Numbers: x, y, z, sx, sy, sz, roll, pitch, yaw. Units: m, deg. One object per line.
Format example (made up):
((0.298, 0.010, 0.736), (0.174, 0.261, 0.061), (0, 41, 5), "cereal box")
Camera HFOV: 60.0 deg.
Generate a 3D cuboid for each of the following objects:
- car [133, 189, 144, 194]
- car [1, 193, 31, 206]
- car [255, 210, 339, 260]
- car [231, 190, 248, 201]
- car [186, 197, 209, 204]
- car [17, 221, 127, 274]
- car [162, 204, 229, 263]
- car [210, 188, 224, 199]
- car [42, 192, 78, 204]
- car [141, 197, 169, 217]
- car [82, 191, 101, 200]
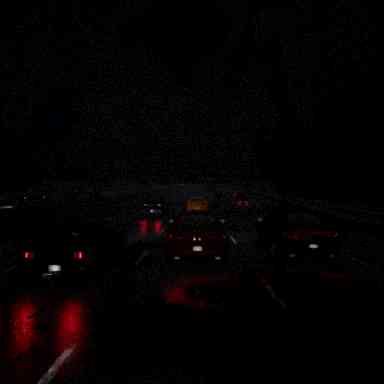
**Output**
((-12.091, -0.009, 75.830), (1.994, 1.385, 4.181), (0, 2, 2), "car")
((-23.059, 0.907, 43.600), (1.882, 1.535, 5.008), (0, 1, -1), "car")
((3.577, 1.406, 12.170), (1.882, 1.535, 5.008), (0, 1, 1), "car")
((8.067, 0.632, 54.362), (2.128, 1.511, 4.902), (0, 2, 4), "car")
((0.519, 1.150, 30.081), (1.882, 1.535, 5.008), (0, 1, 1), "car")
((-3.338, 1.556, 10.363), (1.895, 1.301, 4.718), (0, 1, 1), "car")
((0.181, 1.419, 11.830), (1.882, 1.535, 5.008), (0, 1, 1), "car")
((4.964, 0.474, 62.340), (2.033, 1.411, 5.357), (0, 2, 2), "car")
((-13.553, 1.077, 34.638), (1.882, 1.535, 5.008), (0, 1, 2), "car")
((-3.033, 1.201, 28.010), (2.128, 1.511, 4.902), (0, 1, 1), "car")
((-16.371, 0.655, 54.514), (2.128, 1.511, 4.902), (0, 1, 2), "car")
